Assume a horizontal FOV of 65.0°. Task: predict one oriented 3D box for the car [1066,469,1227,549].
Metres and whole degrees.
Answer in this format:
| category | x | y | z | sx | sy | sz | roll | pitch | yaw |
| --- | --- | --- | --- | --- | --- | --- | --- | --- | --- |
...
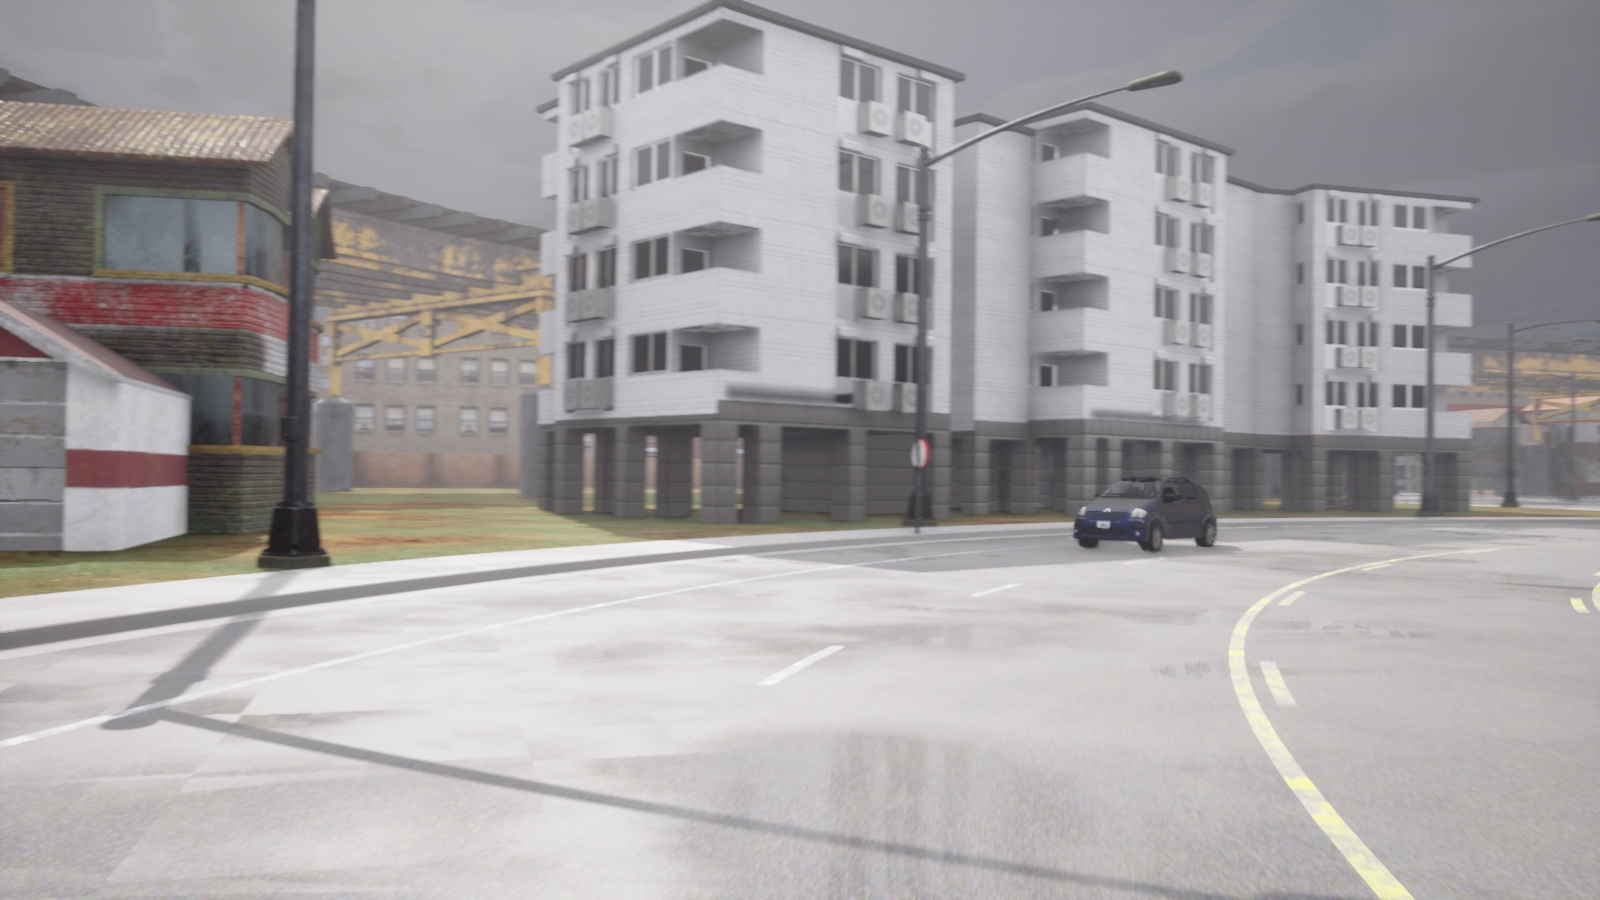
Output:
| category | x | y | z | sx | sy | sz | roll | pitch | yaw |
| --- | --- | --- | --- | --- | --- | --- | --- | --- | --- |
| car | 7.688 | 1.246 | 27.658 | 1.851 | 1.617 | 3.988 | -1 | -1 | 41 |
